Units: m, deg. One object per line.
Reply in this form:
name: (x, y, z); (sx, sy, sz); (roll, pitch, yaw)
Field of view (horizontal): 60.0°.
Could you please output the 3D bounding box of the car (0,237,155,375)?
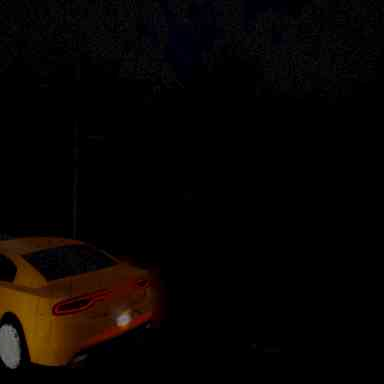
car: (-2.901, 1.526, 5.750); (5.008, 1.535, 1.882); (-1, 0, 35)
